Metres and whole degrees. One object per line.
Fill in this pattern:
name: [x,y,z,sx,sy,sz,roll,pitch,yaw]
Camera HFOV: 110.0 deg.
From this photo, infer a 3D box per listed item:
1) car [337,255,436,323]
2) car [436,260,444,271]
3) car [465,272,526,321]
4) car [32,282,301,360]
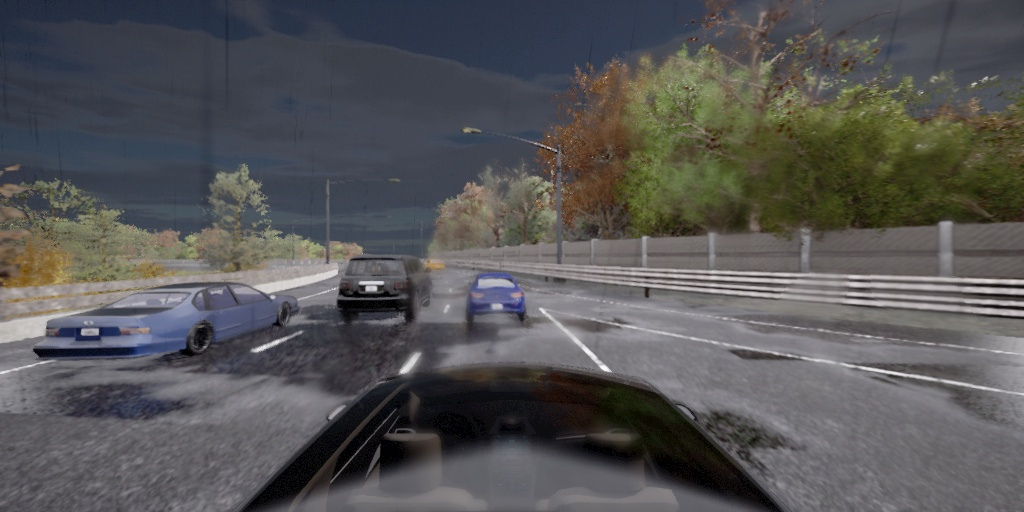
car: [-4.125,0.983,12.469,2.150,2.045,5.566,0,0,-6]
car: [-10.497,1.250,48.319,1.882,1.535,5.008,0,0,-24]
car: [-0.619,1.274,12.406,1.812,1.442,4.674,0,0,-5]
car: [-7.269,1.323,8.533,2.033,1.411,5.357,0,0,-4]
